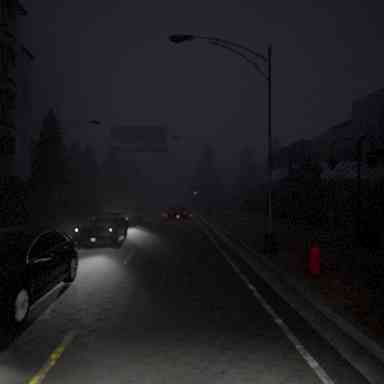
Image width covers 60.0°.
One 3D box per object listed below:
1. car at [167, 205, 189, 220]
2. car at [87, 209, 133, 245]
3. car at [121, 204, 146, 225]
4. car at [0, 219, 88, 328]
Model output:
[{"bbox_3d":[-1.287,1.830,30.544,1.895,1.301,4.718,0,0,-3],"label":"car"},{"bbox_3d":[-4.310,1.726,16.365,1.895,1.301,4.718,0,0,-3],"label":"car"},{"bbox_3d":[-4.747,1.690,26.215,2.128,1.511,4.902,0,0,-2],"label":"car"},{"bbox_3d":[-3.876,1.561,7.114,1.837,1.490,4.892,0,0,-3],"label":"car"}]
